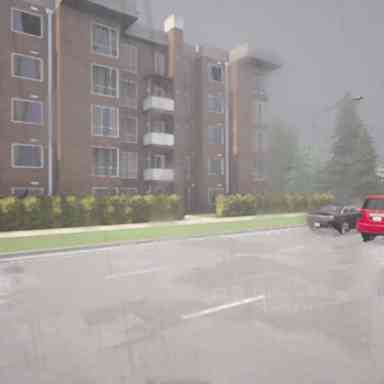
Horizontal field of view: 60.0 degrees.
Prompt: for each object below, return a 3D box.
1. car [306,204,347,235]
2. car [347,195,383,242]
[{"bbox_3d":[8.311,1.434,18.273,4.902,1.511,2.128,0,0,-35],"label":"car"},{"bbox_3d":[9.616,1.167,14.904,5.566,2.045,2.150,0,0,-35],"label":"car"}]
